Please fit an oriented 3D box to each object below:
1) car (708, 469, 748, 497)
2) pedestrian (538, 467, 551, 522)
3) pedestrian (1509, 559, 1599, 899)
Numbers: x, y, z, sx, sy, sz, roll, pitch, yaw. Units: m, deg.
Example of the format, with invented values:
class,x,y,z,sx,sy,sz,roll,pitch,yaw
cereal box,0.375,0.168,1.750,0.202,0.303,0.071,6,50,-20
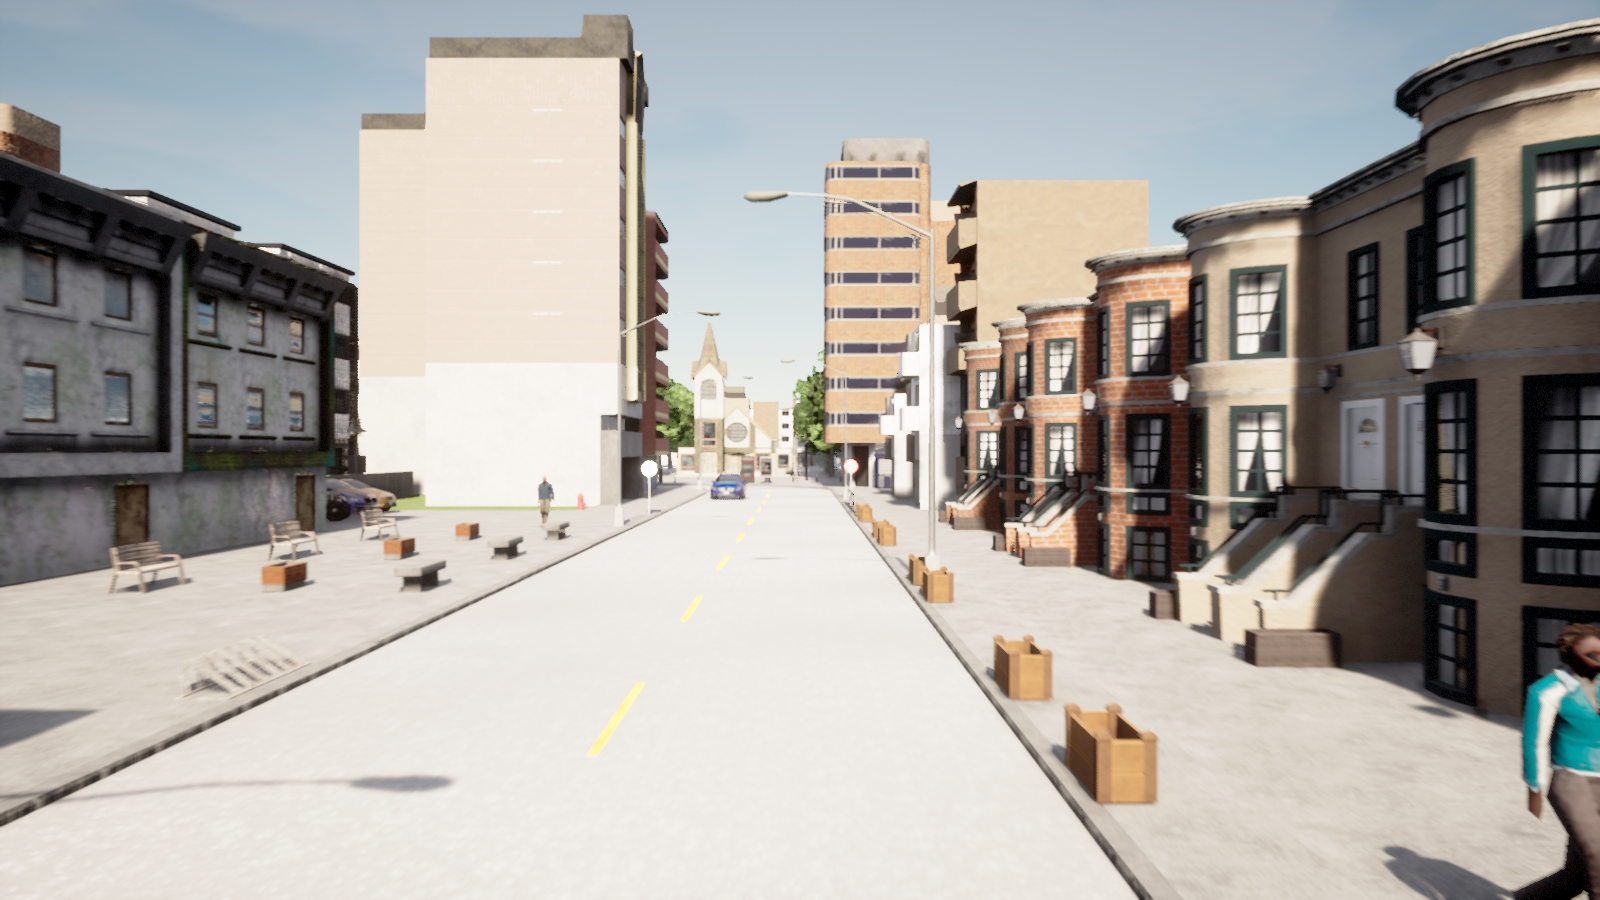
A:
class,x,y,z,sx,sy,sz,roll,pitch,yaw
car,-4.037,1.861,64.824,2.002,1.442,4.674,0,0,0
pedestrian,-8.720,1.526,39.050,0.375,1.860,0.375,0,0,-3
pedestrian,4.058,1.525,6.040,0.375,1.860,0.375,0,0,-7
